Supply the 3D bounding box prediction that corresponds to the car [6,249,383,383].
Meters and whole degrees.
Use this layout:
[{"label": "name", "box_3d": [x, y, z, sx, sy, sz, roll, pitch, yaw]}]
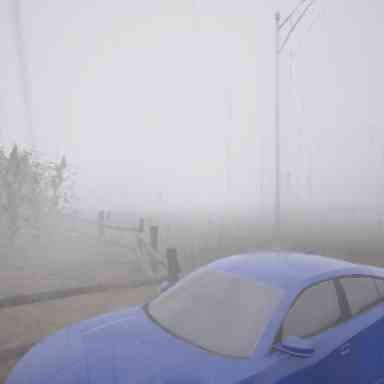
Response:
[{"label": "car", "box_3d": [0.783, 1.478, 3.621, 5.008, 1.535, 1.882, 0, 0, -35]}]
